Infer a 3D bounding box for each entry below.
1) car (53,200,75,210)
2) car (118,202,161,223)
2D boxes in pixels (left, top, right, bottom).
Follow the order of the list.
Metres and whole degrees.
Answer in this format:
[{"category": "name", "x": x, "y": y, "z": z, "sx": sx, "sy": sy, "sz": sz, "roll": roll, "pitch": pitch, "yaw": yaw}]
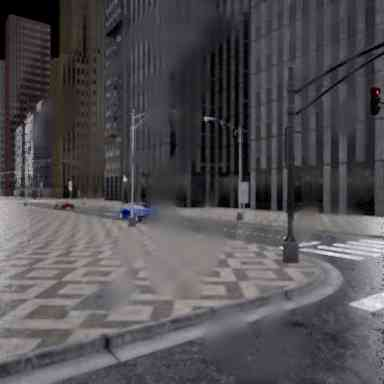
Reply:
[{"category": "car", "x": -17.792, "y": 1.800, "z": 46.250, "sx": 1.895, "sy": 1.301, "sz": 4.718, "roll": 0, "pitch": 0, "yaw": -35}, {"category": "car", "x": -4.381, "y": 1.613, "z": 27.230, "sx": 1.882, "sy": 1.535, "sz": 5.008, "roll": 0, "pitch": 0, "yaw": -35}]
